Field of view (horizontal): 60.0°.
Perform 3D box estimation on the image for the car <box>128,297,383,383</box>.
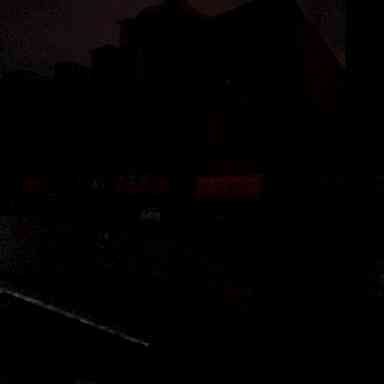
[{"bbox_3d":[1.839,1.324,1.510,5.009,1.841,2.192,1,0,36],"label":"car"}]
